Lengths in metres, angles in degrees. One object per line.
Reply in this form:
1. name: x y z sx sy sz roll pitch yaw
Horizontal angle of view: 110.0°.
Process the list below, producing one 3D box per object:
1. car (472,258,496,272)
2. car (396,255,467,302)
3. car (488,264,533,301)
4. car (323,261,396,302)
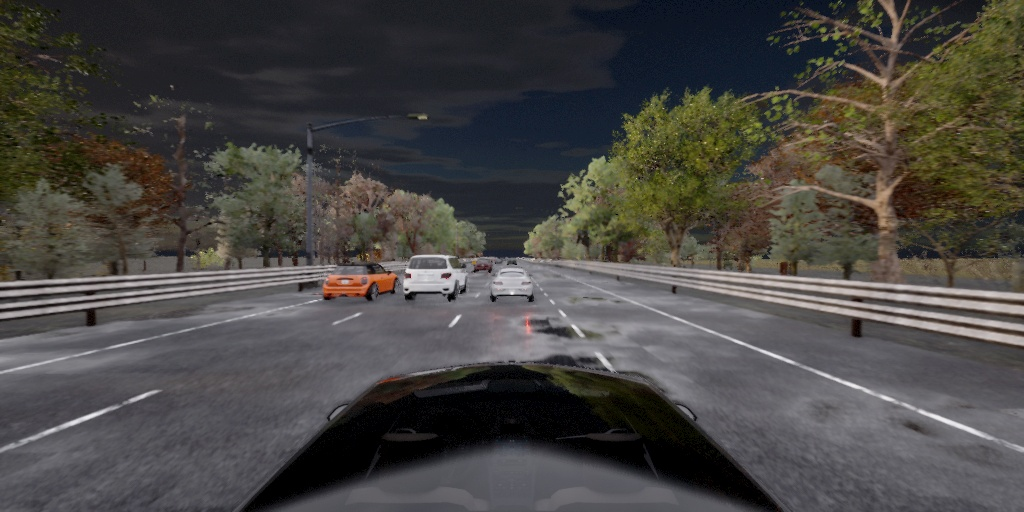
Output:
1. car: -3.487 1.104 44.791 2.097 1.767 4.553 0 0 0
2. car: -3.495 0.972 17.229 2.150 2.045 5.566 0 0 0
3. car: 0.005 1.276 17.110 1.812 1.442 4.674 0 0 0
4. car: -6.994 1.101 17.159 2.097 1.767 4.553 0 0 0
